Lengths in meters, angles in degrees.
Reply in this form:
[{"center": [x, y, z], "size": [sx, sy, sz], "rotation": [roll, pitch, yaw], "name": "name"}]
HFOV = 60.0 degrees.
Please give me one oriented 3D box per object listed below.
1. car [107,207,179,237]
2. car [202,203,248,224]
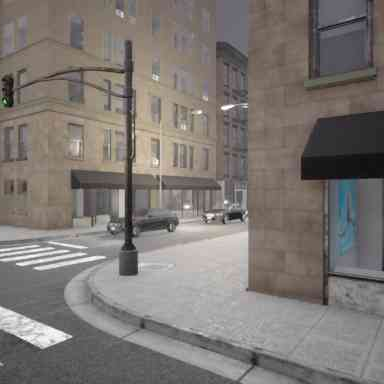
[{"center": [-2.612, 1.621, 18.829], "size": [1.812, 1.442, 4.674], "rotation": [0, 0, 37], "name": "car"}, {"center": [2.695, 1.641, 26.299], "size": [2.128, 1.511, 4.902], "rotation": [0, 0, 35], "name": "car"}]
